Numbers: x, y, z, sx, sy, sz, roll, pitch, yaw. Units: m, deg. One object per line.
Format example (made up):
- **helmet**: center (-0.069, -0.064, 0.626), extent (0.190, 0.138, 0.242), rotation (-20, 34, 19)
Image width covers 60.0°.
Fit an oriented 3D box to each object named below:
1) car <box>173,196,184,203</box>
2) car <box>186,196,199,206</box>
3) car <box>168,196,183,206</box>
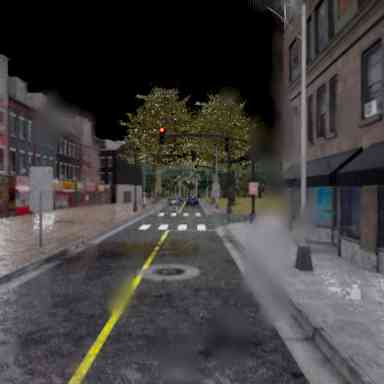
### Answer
- **car**: center (-2.758, 1.461, 68.892), extent (2.033, 1.411, 5.357), rotation (0, 0, 0)
- **car**: center (0.084, 1.401, 53.776), extent (1.882, 1.535, 5.008), rotation (0, 0, 0)
- **car**: center (-2.824, 1.417, 53.025), extent (2.128, 1.511, 4.902), rotation (0, 0, 0)
